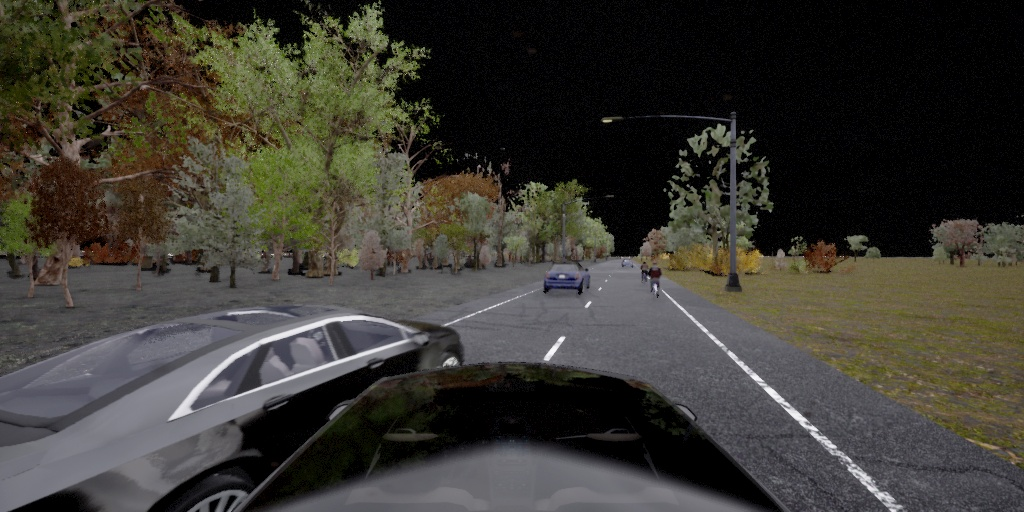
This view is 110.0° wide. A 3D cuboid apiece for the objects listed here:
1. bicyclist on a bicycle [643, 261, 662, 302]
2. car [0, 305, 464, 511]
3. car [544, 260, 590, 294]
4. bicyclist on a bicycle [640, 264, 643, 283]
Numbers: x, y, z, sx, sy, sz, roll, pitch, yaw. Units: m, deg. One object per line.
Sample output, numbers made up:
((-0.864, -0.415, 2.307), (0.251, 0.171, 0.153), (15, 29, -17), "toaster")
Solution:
((6.420, 1.123, 16.144), (0.659, 1.776, 1.843), (0, 0, 17), "bicyclist on a bicycle")
((-2.127, 1.241, 3.574), (2.128, 1.511, 4.902), (0, 0, 18), "car")
((3.249, 1.105, 20.600), (2.097, 1.767, 4.553), (0, 0, 18), "car")
((9.066, 1.207, 24.529), (0.582, 1.620, 1.656), (0, 0, 18), "bicyclist on a bicycle")
